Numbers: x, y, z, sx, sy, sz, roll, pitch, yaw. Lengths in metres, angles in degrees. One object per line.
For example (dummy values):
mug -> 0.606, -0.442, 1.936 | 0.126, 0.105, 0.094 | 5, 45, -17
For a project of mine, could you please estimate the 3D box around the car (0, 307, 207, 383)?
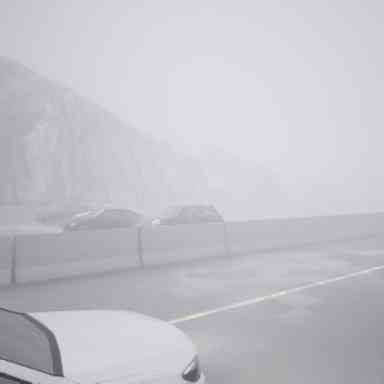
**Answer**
car -> -2.030, 1.524, 2.300 | 4.674, 1.442, 1.812 | 0, 0, -35

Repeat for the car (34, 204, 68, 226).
car -> -8.629, 1.552, 23.609 | 4.674, 1.442, 1.812 | 0, 0, -36

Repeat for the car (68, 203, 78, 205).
car -> -5.292, 1.559, 21.686 | 4.674, 1.442, 1.812 | 0, 0, -36

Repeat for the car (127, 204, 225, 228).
car -> -0.534, 1.389, 16.483 | 4.553, 1.767, 2.097 | 0, 0, -35

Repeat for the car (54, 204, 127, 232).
car -> -4.585, 1.552, 17.895 | 4.674, 1.442, 1.812 | 0, 0, -36
